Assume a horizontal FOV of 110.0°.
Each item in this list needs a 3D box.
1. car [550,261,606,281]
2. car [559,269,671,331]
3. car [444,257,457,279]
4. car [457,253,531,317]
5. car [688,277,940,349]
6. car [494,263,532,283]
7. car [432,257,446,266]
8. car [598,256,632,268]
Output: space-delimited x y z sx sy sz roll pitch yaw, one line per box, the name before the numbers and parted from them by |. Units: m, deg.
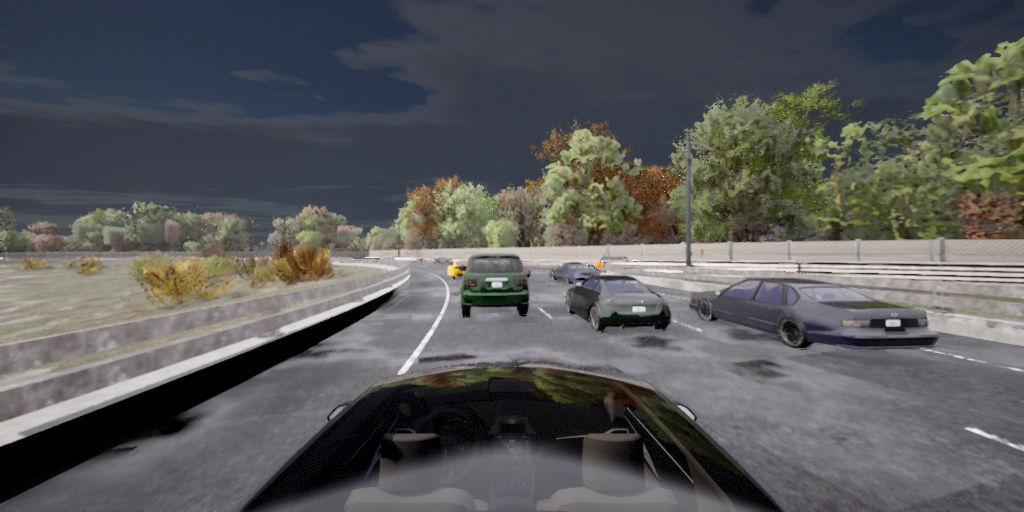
car | 4.233 1.173 25.145 2.033 1.411 5.357 0 0 -12
car | 2.954 1.262 10.809 1.994 1.385 4.181 0 0 -5
car | -4.396 1.107 30.663 1.882 1.535 5.008 0 0 -16
car | -0.743 0.921 13.174 2.150 2.045 5.566 0 0 -6
car | 6.669 1.241 8.943 2.033 1.411 5.357 0 0 -4
car | -0.052 1.227 28.075 1.895 1.301 4.718 0 0 -14
car | -12.462 0.869 64.134 2.033 1.411 5.357 0 0 -34
car | 9.582 0.744 35.503 4.553 1.767 2.097 0 0 44
